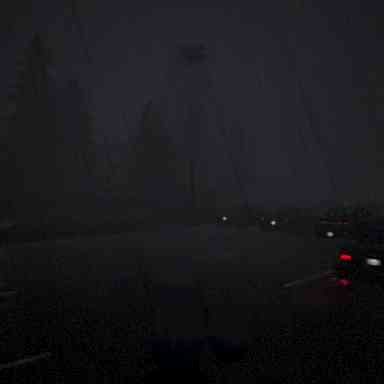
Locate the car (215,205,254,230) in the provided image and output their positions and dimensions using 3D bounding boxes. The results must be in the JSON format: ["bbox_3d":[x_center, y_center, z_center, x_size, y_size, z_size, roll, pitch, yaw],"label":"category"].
[{"bbox_3d":[3.337,1.506,20.767,4.181,1.385,1.994,0,0,-44],"label":"car"}]

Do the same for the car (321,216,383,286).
[{"bbox_3d":[5.699,1.504,8.601,5.357,1.411,2.033,0,0,-41],"label":"car"}]

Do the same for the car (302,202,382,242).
[{"bbox_3d":[7.209,1.429,14.784,4.902,1.511,2.128,-1,0,-43],"label":"car"}]

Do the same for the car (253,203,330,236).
[{"bbox_3d":[5.505,1.502,17.990,4.181,1.385,1.994,0,0,-44],"label":"car"}]

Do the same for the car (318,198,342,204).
[{"bbox_3d":[13.885,1.344,33.459,1.882,1.535,5.008,0,0,35],"label":"car"}]

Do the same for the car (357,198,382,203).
[{"bbox_3d":[16.359,1.338,30.909,1.882,1.535,5.008,0,0,35],"label":"car"}]
